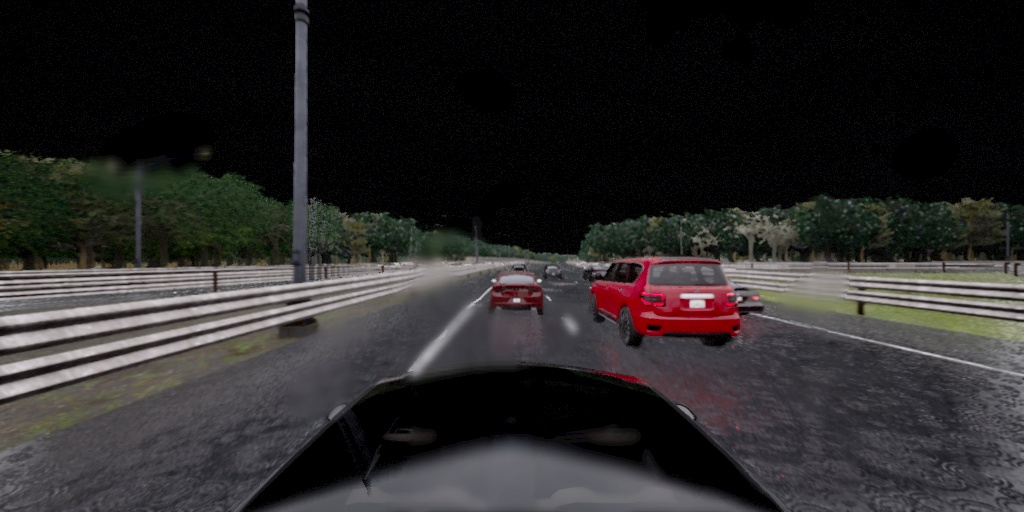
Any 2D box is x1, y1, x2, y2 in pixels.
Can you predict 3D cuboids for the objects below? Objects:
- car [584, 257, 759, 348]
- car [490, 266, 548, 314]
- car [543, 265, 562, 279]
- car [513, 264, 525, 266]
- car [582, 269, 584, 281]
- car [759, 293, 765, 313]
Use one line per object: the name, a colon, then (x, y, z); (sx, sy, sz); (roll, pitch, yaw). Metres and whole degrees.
car: (3.640, 1.054, 9.687); (2.150, 2.045, 5.566); (0, -1, 0)
car: (0.188, 1.356, 14.433); (1.882, 1.535, 5.008); (0, -1, 1)
car: (4.240, 1.653, 38.268); (1.812, 1.442, 4.674); (0, -1, 2)
car: (0.739, 1.629, 38.257); (1.837, 1.490, 4.892); (0, -1, 2)
car: (7.555, 1.561, 32.350); (2.128, 1.511, 4.902); (0, -1, 2)
car: (7.177, 1.425, 13.864); (2.033, 1.411, 5.357); (0, -1, 1)
